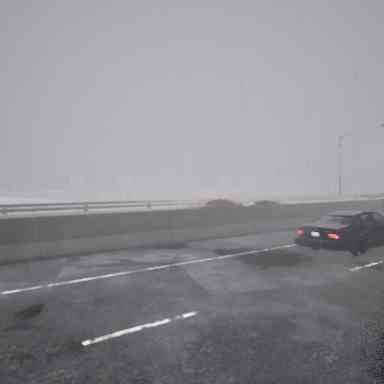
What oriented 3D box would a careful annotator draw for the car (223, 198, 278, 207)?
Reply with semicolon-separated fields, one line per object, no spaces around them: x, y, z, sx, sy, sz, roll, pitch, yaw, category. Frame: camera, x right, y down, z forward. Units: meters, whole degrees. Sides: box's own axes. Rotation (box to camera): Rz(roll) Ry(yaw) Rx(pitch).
4.828;1.293;24.488;4.674;1.442;1.812;-1;1;-35;car

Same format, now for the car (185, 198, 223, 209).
1.690;1.260;26.567;5.008;1.535;1.882;-1;1;-35;car

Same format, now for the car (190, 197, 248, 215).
2.585;1.286;31.456;5.357;1.411;2.033;-1;1;-35;car

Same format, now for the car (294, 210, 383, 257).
6.086;1.394;12.321;5.357;1.411;2.033;-1;1;-35;car
